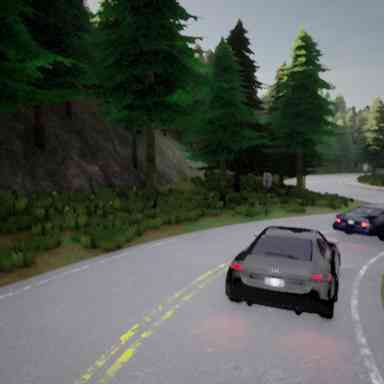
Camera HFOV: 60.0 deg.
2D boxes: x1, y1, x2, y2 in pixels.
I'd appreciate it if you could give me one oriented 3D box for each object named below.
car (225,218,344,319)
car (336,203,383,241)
[{"bbox_3d":[2.224,1.465,7.472,1.994,1.385,4.181,3,2,24],"label":"car"},{"bbox_3d":[8.621,1.241,14.987,5.357,1.411,2.033,-1,5,-33],"label":"car"}]
